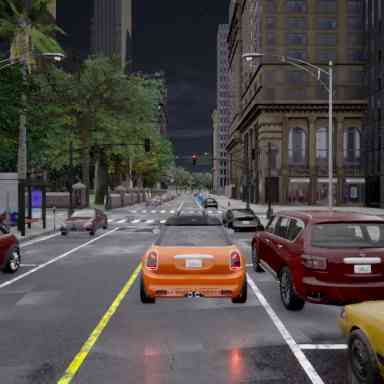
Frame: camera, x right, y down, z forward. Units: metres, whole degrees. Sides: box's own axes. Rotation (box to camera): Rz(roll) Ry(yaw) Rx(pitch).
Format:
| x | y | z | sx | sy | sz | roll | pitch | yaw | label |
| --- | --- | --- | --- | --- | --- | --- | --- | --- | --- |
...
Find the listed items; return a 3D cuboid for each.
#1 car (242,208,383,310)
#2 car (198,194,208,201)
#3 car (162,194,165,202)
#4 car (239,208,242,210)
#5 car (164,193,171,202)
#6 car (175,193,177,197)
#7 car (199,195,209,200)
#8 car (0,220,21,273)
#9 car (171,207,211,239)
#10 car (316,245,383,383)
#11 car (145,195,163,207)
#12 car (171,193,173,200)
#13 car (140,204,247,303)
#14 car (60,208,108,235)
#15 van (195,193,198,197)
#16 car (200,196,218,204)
| x | y | z | sx | sy | sz | roll | pitch | yaw | label |
| --- | --- | --- | --- | --- | --- | --- | --- | --- | --- |
| 2.724 | 1.314 | 7.718 | 2.192 | 1.841 | 5.009 | 0 | 0 | 0 | car |
| 2.469 | 1.496 | 56.016 | 1.752 | 1.417 | 4.829 | 0 | 0 | 0 | car |
| -6.055 | 1.411 | 55.820 | 1.967 | 1.590 | 4.097 | 0 | 0 | 0 | car |
| 2.667 | 1.561 | 18.569 | 1.947 | 1.339 | 4.313 | 0 | 0 | 0 | car |
| -6.141 | 1.393 | 72.081 | 1.967 | 1.590 | 4.097 | 0 | 0 | 0 | car |
| -6.256 | 1.235 | 93.762 | 2.192 | 1.841 | 5.009 | 0 | 0 | 0 | car |
| 2.499 | 1.541 | 50.425 | 1.947 | 1.339 | 4.313 | 0 | 0 | 0 | car |
| -5.801 | 1.439 | 7.689 | 1.967 | 1.590 | 4.097 | 0 | 0 | 0 | car |
| -0.031 | 1.596 | 18.159 | 1.895 | 1.301 | 4.718 | 0 | 0 | 0 | car |
| 2.752 | 1.525 | 2.463 | 1.752 | 1.417 | 4.829 | 0 | 0 | 0 | car |
| -6.026 | 1.526 | 50.400 | 2.008 | 1.369 | 4.403 | 0 | 0 | 0 | car |
| -6.170 | 1.260 | 77.501 | 2.192 | 1.841 | 5.009 | 0 | 0 | 0 | car |
| 0.032 | 1.351 | 8.340 | 2.097 | 1.767 | 4.553 | 0 | 0 | 0 | car |
| -5.858 | 1.577 | 18.541 | 1.802 | 1.307 | 4.206 | 0 | 0 | 0 | car |
| 2.326 | 1.278 | 82.947 | 1.690 | 1.788 | 3.998 | 0 | 0 | 0 | van |
| 2.528 | 1.545 | 45.005 | 1.947 | 1.339 | 4.313 | 0 | 0 | 0 | car |
